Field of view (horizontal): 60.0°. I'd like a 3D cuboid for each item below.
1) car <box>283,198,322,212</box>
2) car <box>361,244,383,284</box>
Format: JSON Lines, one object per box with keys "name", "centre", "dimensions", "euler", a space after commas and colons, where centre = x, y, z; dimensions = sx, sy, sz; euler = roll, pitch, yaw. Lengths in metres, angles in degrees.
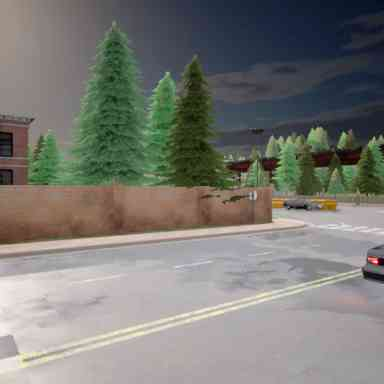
{"name": "car", "centre": [13.199, 1.490, 39.831], "dimensions": [2.128, 1.511, 4.902], "euler": [0, 0, -35]}
{"name": "car", "centre": [6.347, 1.547, 8.253], "dimensions": [5.357, 1.411, 2.033], "euler": [0, 0, -35]}
